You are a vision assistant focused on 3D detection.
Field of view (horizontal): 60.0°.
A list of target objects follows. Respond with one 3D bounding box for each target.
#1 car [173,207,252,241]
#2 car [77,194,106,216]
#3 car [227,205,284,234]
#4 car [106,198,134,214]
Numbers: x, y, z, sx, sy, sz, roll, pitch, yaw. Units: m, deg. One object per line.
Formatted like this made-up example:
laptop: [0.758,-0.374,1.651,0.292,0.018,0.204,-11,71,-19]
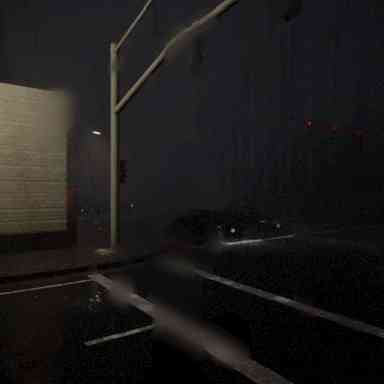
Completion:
car: [0.752,1.619,17.093,1.994,1.385,4.181,0,0,-36]
car: [-10.897,1.274,33.409,2.150,2.045,5.566,0,0,-35]
car: [3.176,1.547,19.719,2.128,1.511,4.902,0,0,-36]
car: [-7.929,1.408,35.281,2.097,1.767,4.553,0,0,-35]
